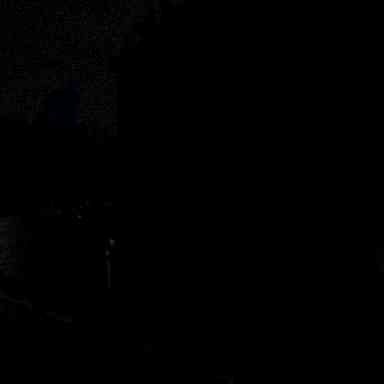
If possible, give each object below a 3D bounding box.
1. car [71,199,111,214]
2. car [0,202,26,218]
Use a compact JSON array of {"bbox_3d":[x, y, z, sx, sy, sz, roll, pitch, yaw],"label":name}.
[{"bbox_3d":[-11.241,1.565,37.264,1.812,1.442,4.674,1,1,36],"label":"car"},{"bbox_3d":[-17.047,1.602,29.151,1.812,1.442,4.674,1,1,34],"label":"car"}]
